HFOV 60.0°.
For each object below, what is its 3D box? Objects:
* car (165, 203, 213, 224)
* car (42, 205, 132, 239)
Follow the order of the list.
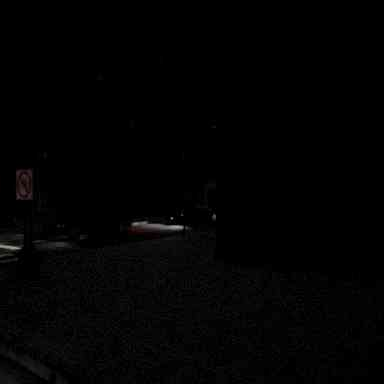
[{"bbox_3d":[-0.080,1.582,25.443,1.812,1.442,4.674,0,0,35],"label":"car"},{"bbox_3d":[-5.459,1.516,17.892,1.882,1.535,5.008,0,0,35],"label":"car"}]
